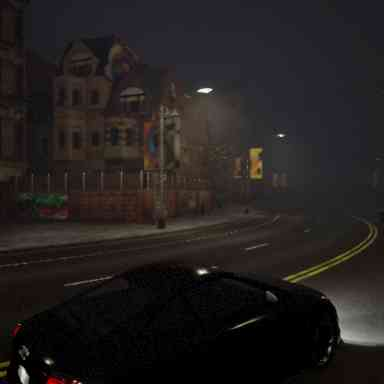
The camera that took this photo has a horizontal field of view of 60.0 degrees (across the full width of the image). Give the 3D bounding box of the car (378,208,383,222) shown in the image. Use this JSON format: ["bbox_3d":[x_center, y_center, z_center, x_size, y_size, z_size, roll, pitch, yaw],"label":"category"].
[{"bbox_3d":[14.686,1.620,23.886,2.033,1.411,5.357,0,0,22],"label":"car"}]

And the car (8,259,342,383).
[{"bbox_3d":[0.074,1.586,4.202,4.181,1.385,1.994,0,0,-39],"label":"car"}]
